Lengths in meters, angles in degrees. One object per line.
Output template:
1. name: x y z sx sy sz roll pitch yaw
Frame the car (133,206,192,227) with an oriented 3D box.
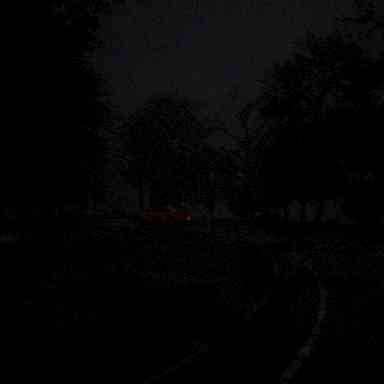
1. car: -2.395 1.848 26.387 5.008 1.535 1.882 -1 -2 30
